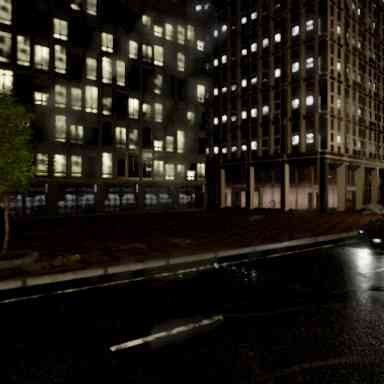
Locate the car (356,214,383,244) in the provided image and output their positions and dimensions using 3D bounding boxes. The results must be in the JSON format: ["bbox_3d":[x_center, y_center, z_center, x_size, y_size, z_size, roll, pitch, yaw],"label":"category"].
[{"bbox_3d":[9.469,1.547,14.881,5.357,1.411,2.033,0,0,-38],"label":"car"}]
